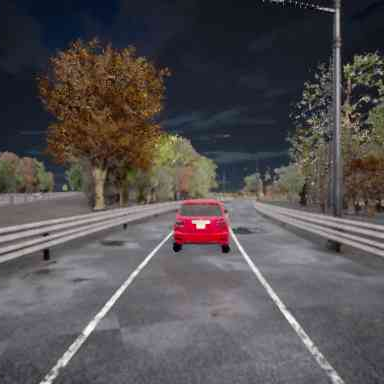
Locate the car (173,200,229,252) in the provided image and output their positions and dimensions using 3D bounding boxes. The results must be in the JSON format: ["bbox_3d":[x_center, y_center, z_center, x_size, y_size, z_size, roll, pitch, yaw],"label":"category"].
[{"bbox_3d":[0.446,1.350,14.760,2.150,2.045,5.566,0,0,3],"label":"car"}]

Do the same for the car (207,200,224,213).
[{"bbox_3d":[3.125,1.851,43.388,1.882,1.535,5.008,0,0,8],"label":"car"}]
